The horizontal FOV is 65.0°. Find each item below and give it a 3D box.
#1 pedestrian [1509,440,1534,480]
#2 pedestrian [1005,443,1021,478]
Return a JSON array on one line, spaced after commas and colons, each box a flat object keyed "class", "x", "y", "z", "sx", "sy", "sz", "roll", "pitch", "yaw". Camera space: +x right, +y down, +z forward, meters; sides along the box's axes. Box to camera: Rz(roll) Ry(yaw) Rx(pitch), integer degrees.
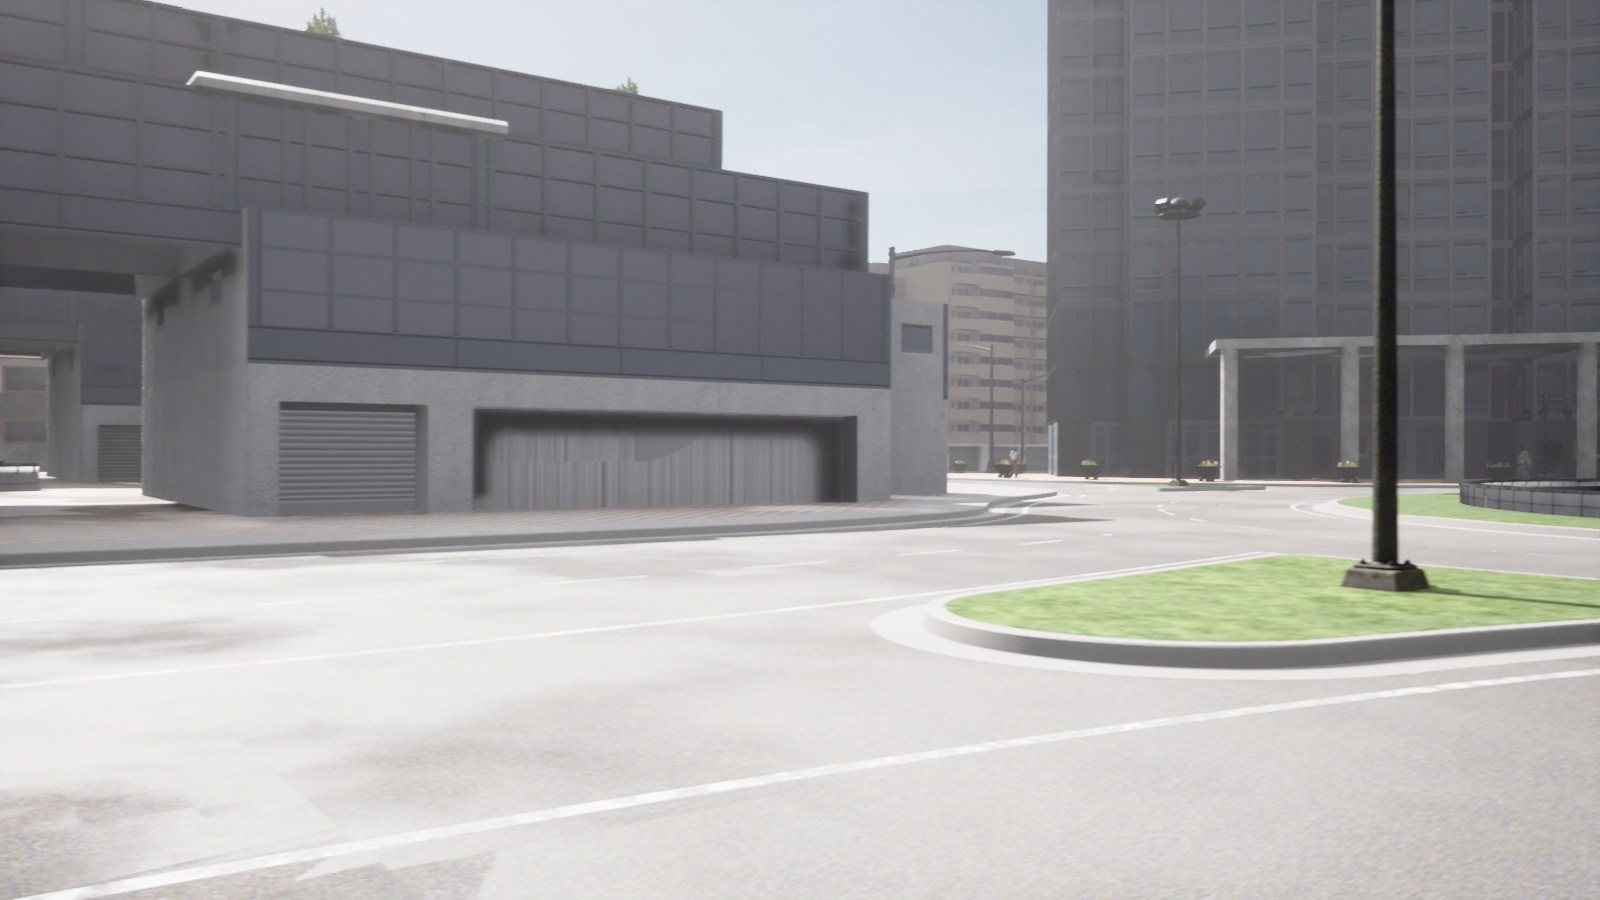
[{"class": "pedestrian", "x": 33.790, "y": 0.472, "z": 58.808, "sx": 0.900, "sy": 1.855, "sz": 0.874, "roll": 0, "pitch": 0, "yaw": 21}, {"class": "pedestrian", "x": 11.381, "y": 0.541, "z": 67.084, "sx": 0.540, "sy": 1.848, "sz": 0.694, "roll": 0, "pitch": 0, "yaw": -43}]
